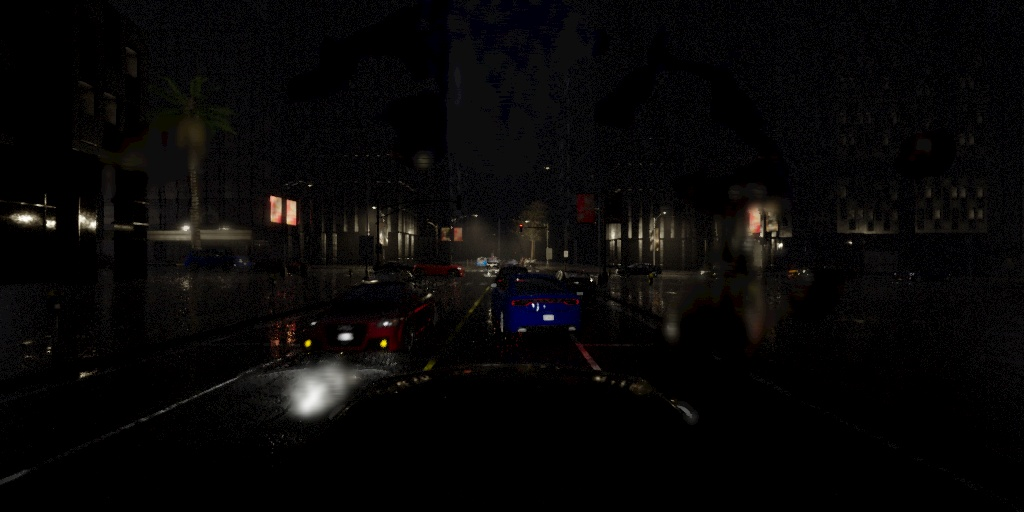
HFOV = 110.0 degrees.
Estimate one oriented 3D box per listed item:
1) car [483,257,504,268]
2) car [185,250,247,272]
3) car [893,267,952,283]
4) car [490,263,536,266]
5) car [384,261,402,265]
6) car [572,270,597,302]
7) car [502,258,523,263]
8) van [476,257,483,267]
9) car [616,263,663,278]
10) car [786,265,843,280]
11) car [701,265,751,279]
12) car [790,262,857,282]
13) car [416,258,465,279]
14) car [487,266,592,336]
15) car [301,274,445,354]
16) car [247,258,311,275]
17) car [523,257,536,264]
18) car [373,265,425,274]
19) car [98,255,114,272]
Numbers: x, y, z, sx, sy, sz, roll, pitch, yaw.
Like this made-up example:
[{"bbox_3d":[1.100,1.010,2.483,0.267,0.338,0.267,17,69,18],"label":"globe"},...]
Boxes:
[{"bbox_3d":[-2.876,1.269,56.178,2.128,1.511,4.902,0,0,2],"label":"car"},{"bbox_3d":[-29.173,0.493,35.636,5.566,2.045,2.150,1,0,1],"label":"car"},{"bbox_3d":[44.258,1.977,38.759,4.553,1.767,2.097,1,0,1],"label":"car"},{"bbox_3d":[0.077,1.260,18.016,1.837,1.490,4.892,0,0,0],"label":"car"},{"bbox_3d":[-11.216,1.189,35.886,4.718,1.301,1.895,1,0,-4],"label":"car"},{"bbox_3d":[2.771,1.305,16.807,2.007,1.370,4.403,0,0,0],"label":"car"},{"bbox_3d":[0.147,1.328,50.258,2.033,1.411,5.357,0,0,1],"label":"car"},{"bbox_3d":[-5.486,1.125,64.582,1.690,1.789,3.998,0,0,1],"label":"van"},{"bbox_3d":[13.767,1.539,38.910,4.902,1.511,2.128,1,0,-1],"label":"car"},{"bbox_3d":[35.435,1.941,42.081,5.008,1.535,1.882,1,0,0],"label":"car"},{"bbox_3d":[23.186,1.715,38.889,4.902,1.511,2.128,1,0,0],"label":"car"},{"bbox_3d":[33.916,1.649,38.840,5.566,2.045,2.150,1,0,0],"label":"car"},{"bbox_3d":[-6.486,1.063,32.303,4.553,1.767,2.097,2,0,0],"label":"car"},{"bbox_3d":[0.471,1.230,10.492,1.882,1.535,5.008,0,0,-8],"label":"car"},{"bbox_3d":[-3.096,1.316,8.656,1.994,1.385,4.181,0,0,0],"label":"car"},{"bbox_3d":[-20.664,0.938,32.359,4.674,1.442,1.812,1,0,0],"label":"car"},{"bbox_3d":[2.985,1.330,58.989,2.007,1.370,4.403,0,0,1],"label":"car"},{"bbox_3d":[-5.754,1.305,16.815,2.007,1.370,4.403,0,0,0],"label":"car"},{"bbox_3d":[-37.116,0.605,32.429,5.008,1.535,1.882,1,0,0],"label":"car"}]
